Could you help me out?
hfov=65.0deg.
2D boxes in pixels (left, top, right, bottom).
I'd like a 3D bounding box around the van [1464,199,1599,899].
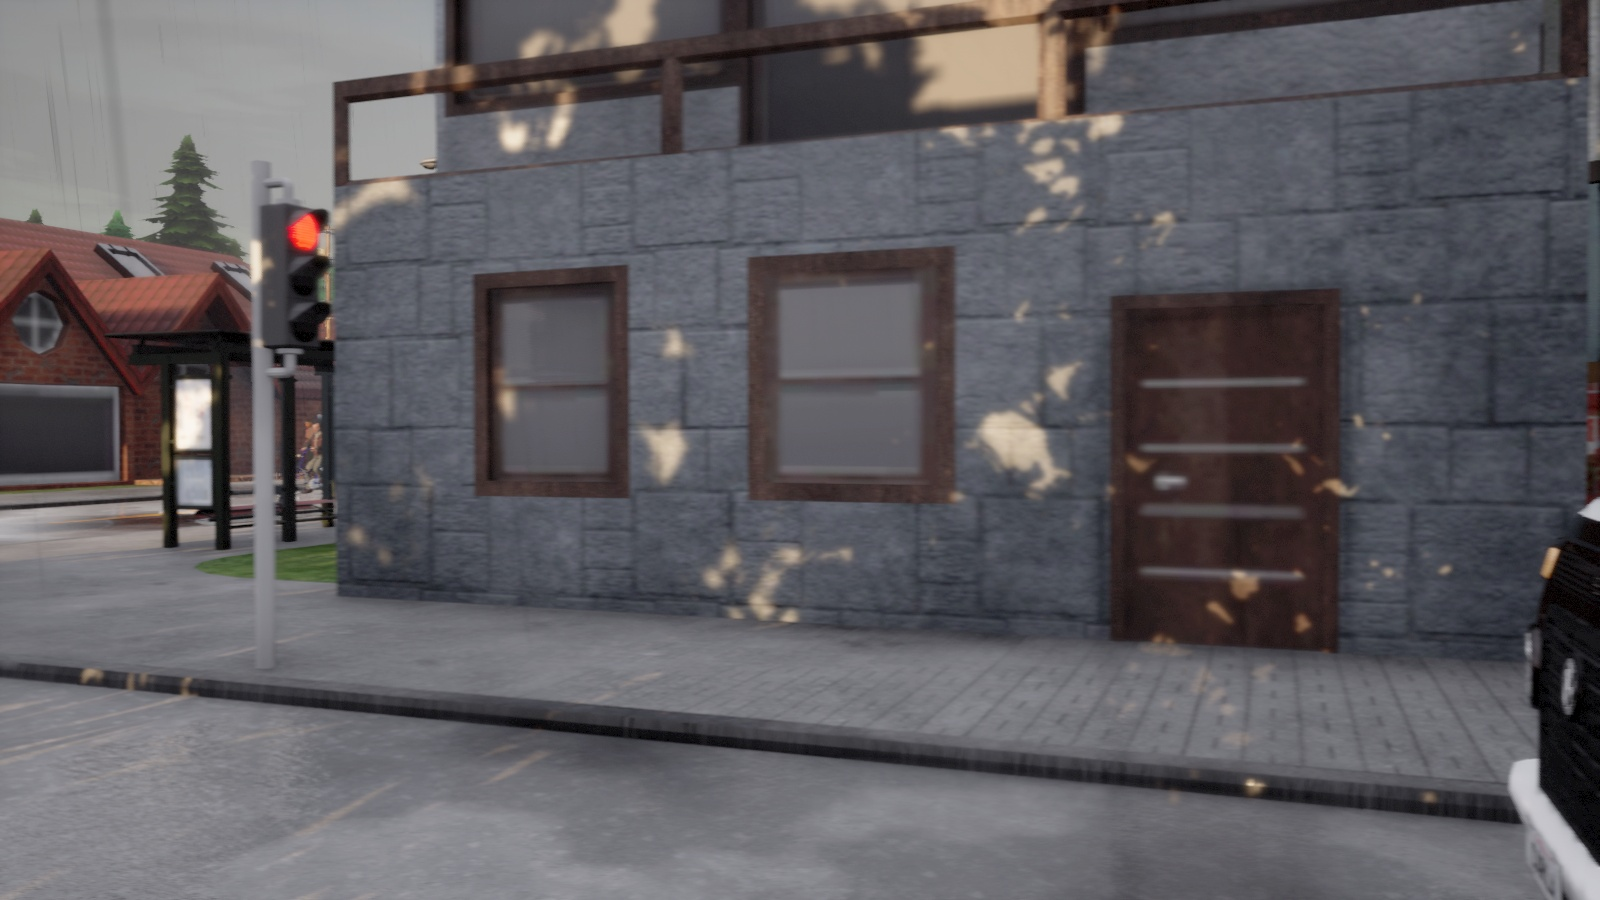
[{"bbox_3d":[3.934,0.530,2.378,4.480,2.038,2.069,1,1,21],"label":"van"}]
